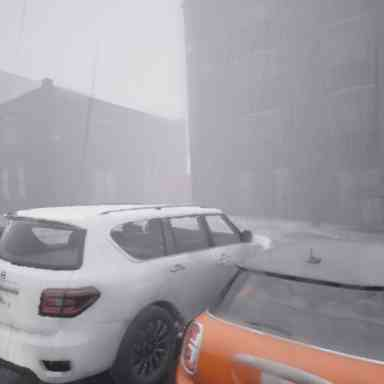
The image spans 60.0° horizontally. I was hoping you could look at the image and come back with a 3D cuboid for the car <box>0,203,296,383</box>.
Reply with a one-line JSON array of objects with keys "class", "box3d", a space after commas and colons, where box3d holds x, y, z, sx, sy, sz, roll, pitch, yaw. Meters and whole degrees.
[{"class": "car", "box3d": [-0.421, 1.210, 5.654, 2.435, 2.045, 5.566, 0, 0, 35]}]
